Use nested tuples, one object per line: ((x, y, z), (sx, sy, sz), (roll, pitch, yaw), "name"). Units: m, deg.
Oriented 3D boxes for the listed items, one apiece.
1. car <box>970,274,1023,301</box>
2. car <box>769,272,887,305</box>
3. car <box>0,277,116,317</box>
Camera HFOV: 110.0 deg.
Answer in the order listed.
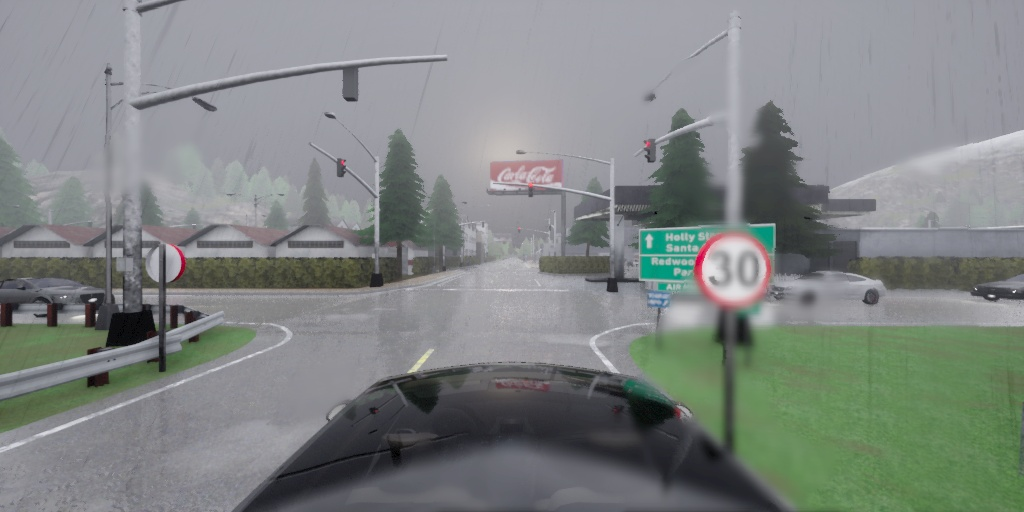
((25.189, 1.494, 16.804), (5.357, 1.411, 2.033), (0, 0, 1), "car")
((14.856, 1.472, 16.942), (4.674, 1.442, 1.812), (0, 0, 0), "car")
((-18.053, 1.509, 13.766), (4.181, 1.385, 1.994), (0, 0, 1), "car")
